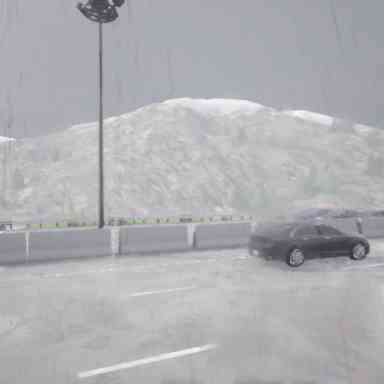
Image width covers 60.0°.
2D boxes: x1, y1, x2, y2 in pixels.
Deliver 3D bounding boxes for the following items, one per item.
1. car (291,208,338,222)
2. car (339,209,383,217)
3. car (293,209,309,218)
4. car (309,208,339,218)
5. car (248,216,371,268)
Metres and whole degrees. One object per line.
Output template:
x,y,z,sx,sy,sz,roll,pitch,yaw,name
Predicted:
14.035,2.591,38.220,4.892,1.490,1.837,0,-2,-15,car
15.111,2.216,27.603,4.892,1.490,1.837,0,-2,-17,car
13.218,2.444,34.338,5.008,1.535,1.882,0,-2,-17,car
13.839,2.332,30.865,4.902,1.511,2.128,0,-2,-17,car
4.488,1.875,12.629,4.892,1.490,1.837,-1,-3,-22,car
